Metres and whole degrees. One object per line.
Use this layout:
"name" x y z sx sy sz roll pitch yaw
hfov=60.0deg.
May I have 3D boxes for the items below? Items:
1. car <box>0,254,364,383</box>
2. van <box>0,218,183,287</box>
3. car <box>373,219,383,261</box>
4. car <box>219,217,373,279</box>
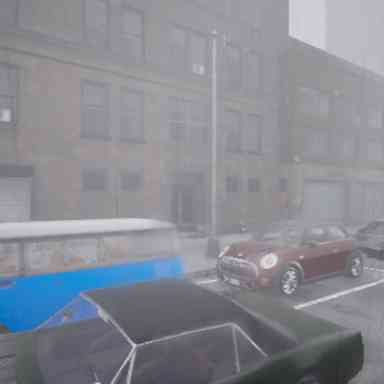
"car" -0.649 1.608 2.914 4.718 1.301 1.895 0 0 -33
"van" -2.037 1.350 5.311 3.998 1.788 1.690 0 0 -35
"car" 7.192 1.652 11.891 4.313 1.339 1.947 0 0 -35
"car" 2.578 1.488 8.602 4.097 1.590 1.967 0 0 -35
